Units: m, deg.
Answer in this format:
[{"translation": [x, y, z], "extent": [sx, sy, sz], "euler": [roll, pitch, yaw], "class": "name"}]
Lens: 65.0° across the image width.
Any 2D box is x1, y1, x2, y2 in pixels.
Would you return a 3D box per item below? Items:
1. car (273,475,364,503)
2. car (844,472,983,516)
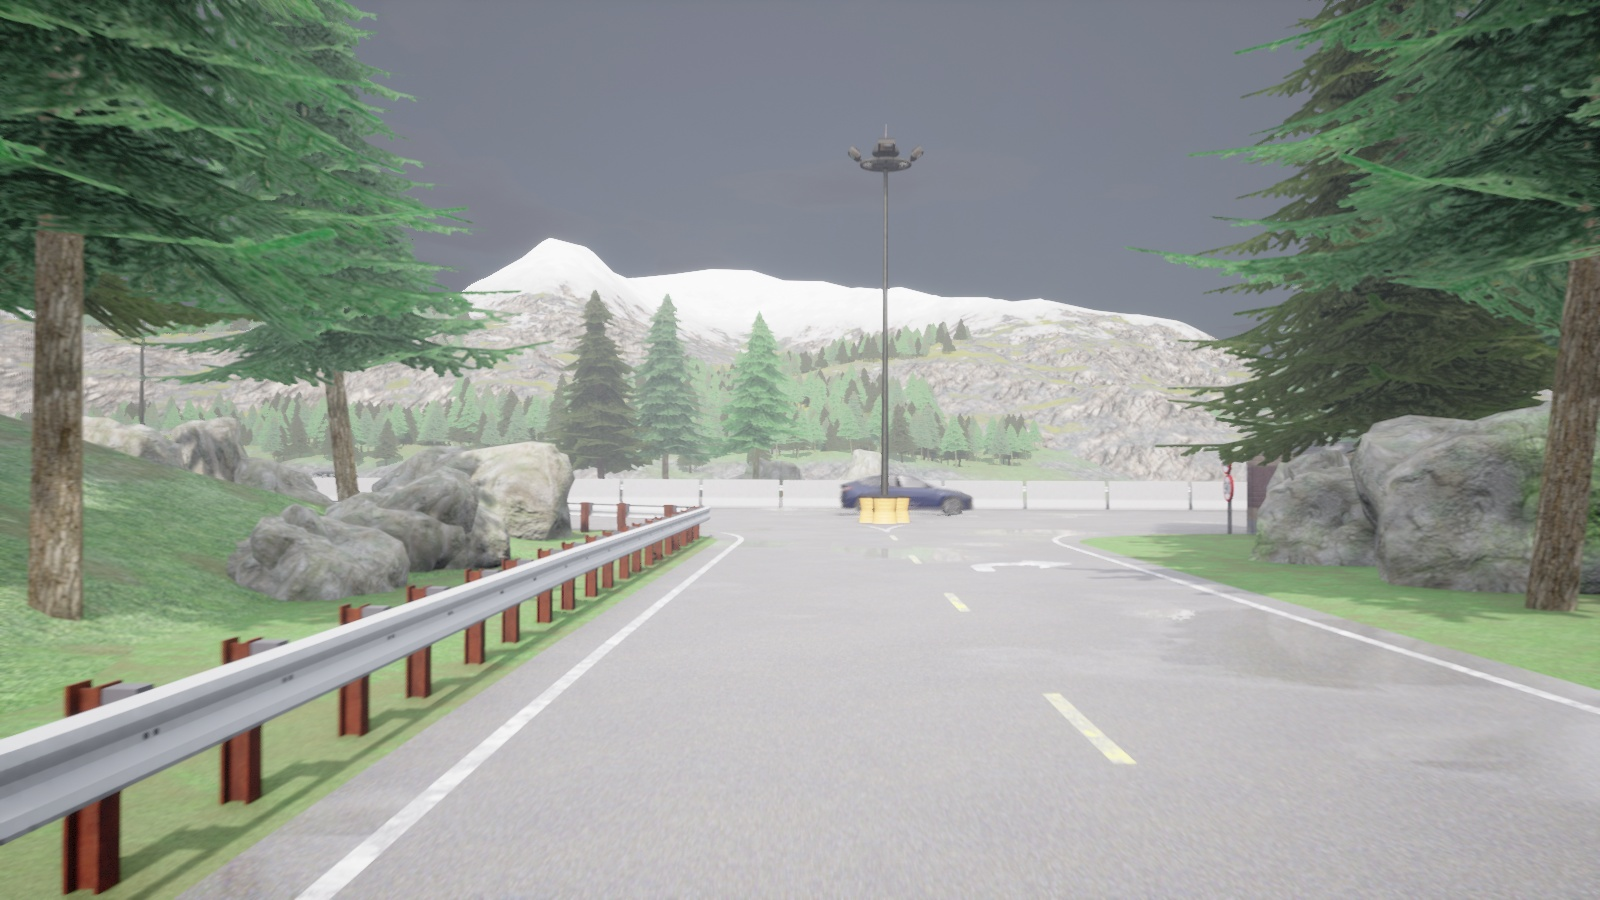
[{"translation": [-25.729, 2.060, 67.206], "extent": [4.193, 1.474, 1.816], "euler": [0, -1, 3], "class": "car"}, {"translation": [3.999, 1.554, 44.857], "extent": [4.792, 1.488, 2.163], "euler": [0, -1, 2], "class": "car"}]
